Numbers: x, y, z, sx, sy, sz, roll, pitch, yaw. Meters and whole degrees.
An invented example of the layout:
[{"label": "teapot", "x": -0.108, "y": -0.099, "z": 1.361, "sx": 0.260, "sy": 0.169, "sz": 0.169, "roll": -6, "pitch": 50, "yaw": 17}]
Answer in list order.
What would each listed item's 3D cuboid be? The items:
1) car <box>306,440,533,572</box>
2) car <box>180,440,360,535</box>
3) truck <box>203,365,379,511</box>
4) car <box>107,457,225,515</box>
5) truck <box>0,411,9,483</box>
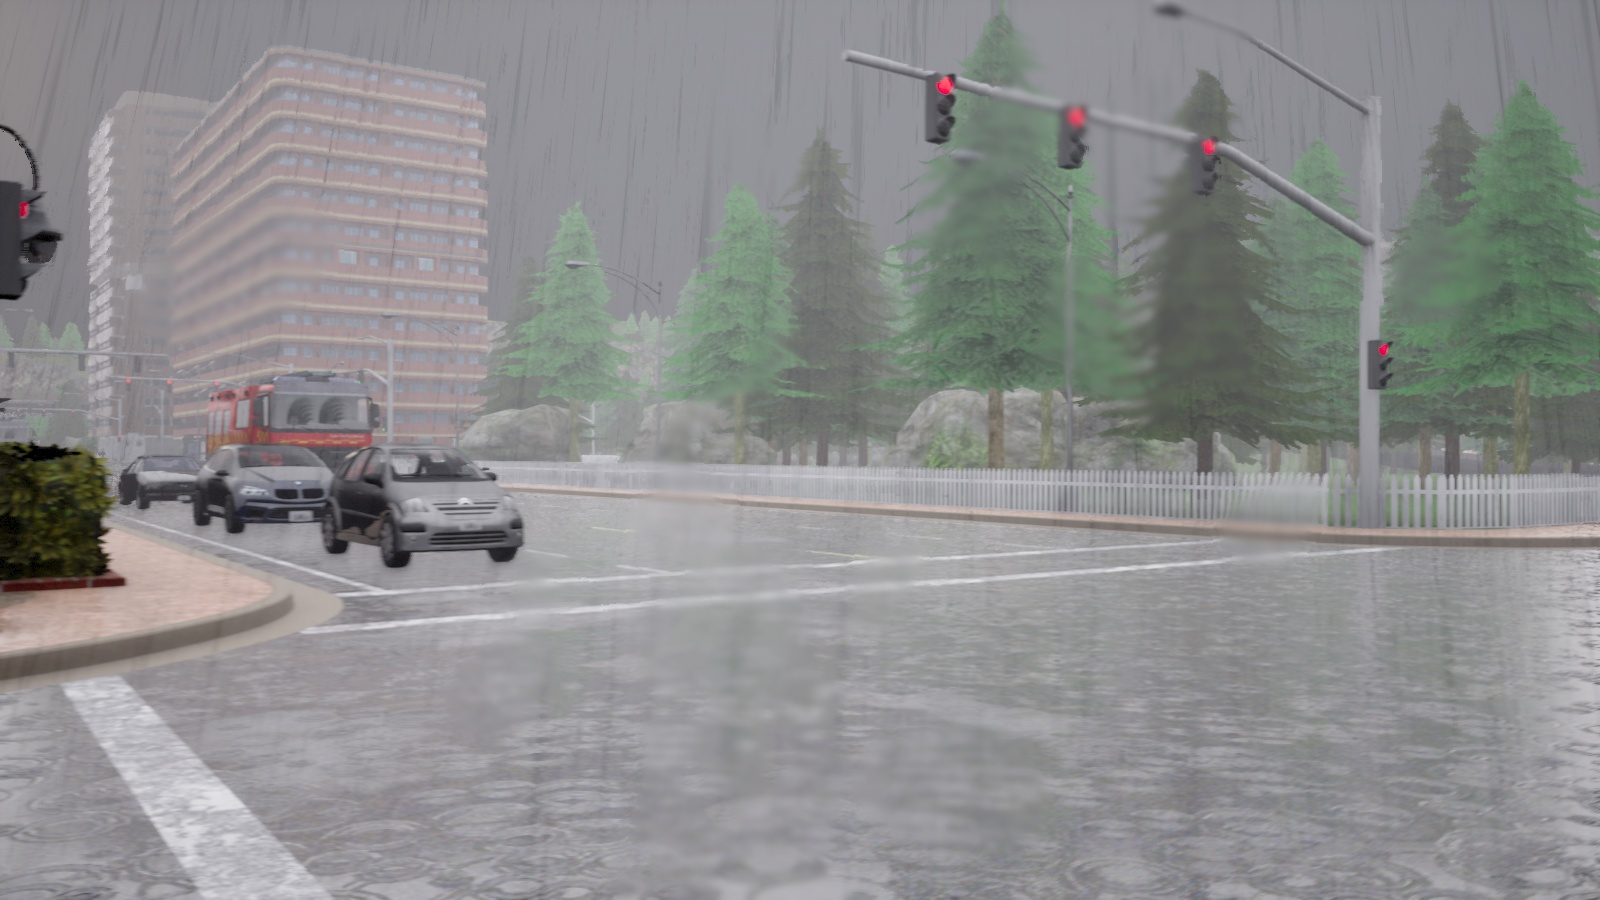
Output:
[{"label": "car", "x": -5.432, "y": 0.694, "z": 17.611, "sx": 1.851, "sy": 1.617, "sz": 3.988, "roll": 0, "pitch": 0, "yaw": -36}, {"label": "car", "x": -10.453, "y": 0.667, "z": 24.566, "sx": 2.242, "sy": 1.667, "sz": 4.611, "roll": 0, "pitch": 0, "yaw": -36}, {"label": "truck", "x": -15.257, "y": -0.303, "z": 37.207, "sx": 2.891, "sy": 3.827, "sz": 8.468, "roll": 0, "pitch": 0, "yaw": -36}, {"label": "car", "x": -17.220, "y": 0.906, "z": 33.947, "sx": 2.033, "sy": 1.411, "sz": 5.357, "roll": 0, "pitch": 0, "yaw": -36}, {"label": "truck", "x": -46.498, "y": -0.199, "z": 65.695, "sx": 8.468, "sy": 3.827, "sz": 2.891, "roll": 1, "pitch": -1, "yaw": -36}]
